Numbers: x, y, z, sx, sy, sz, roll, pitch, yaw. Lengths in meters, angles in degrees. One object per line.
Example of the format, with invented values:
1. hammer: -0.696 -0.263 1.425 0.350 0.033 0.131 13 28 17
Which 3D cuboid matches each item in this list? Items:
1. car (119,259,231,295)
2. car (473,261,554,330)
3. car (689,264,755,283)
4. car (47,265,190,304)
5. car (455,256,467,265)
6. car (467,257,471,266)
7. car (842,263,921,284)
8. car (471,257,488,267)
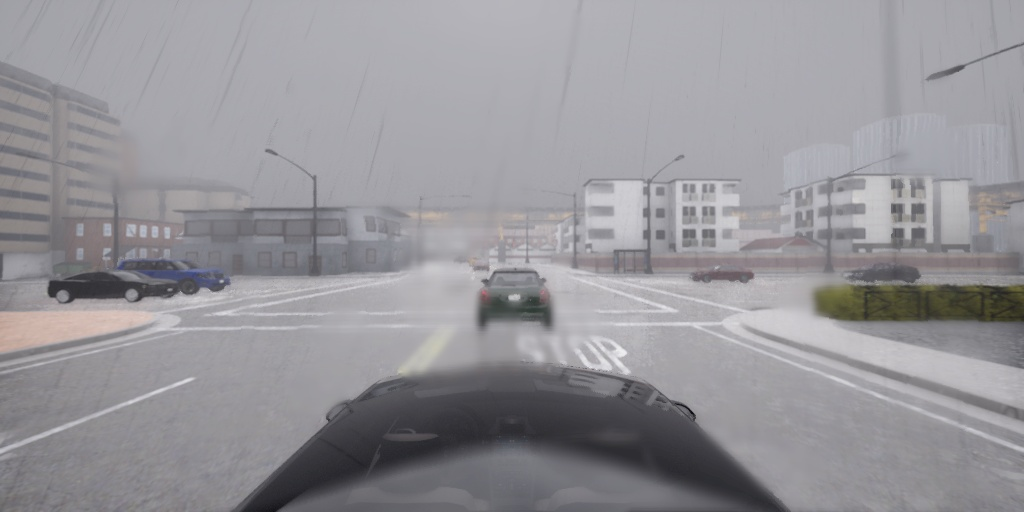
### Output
1. car: -19.632 1.159 20.785 5.566 2.045 2.150 -1 0 -1
2. car: 0.092 1.144 11.484 2.097 1.767 4.553 0 0 0
3. car: 16.505 1.367 28.300 4.674 1.442 1.812 0 0 1
4. car: -19.048 1.395 17.297 5.008 1.535 1.882 -1 0 -1
5. car: -8.818 0.772 64.794 1.812 1.442 4.674 0 1 -28
6. car: -5.273 0.932 55.395 1.882 1.535 5.008 0 1 -15
7. car: 28.641 1.331 27.902 4.902 1.511 2.128 0 0 3
8. car: -3.804 1.130 45.353 1.882 1.535 5.008 0 1 -3
